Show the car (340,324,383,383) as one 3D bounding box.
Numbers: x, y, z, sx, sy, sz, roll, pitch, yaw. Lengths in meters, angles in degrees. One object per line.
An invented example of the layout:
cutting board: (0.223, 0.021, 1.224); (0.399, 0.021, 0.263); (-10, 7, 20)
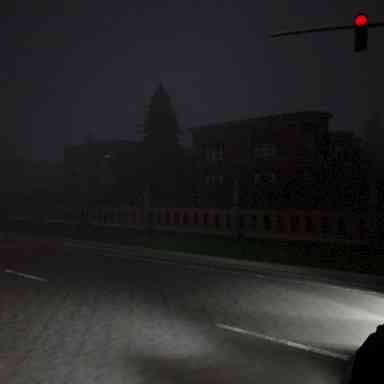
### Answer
car: (3.280, 1.581, 1.652); (4.718, 1.301, 1.895); (-1, 0, 35)
